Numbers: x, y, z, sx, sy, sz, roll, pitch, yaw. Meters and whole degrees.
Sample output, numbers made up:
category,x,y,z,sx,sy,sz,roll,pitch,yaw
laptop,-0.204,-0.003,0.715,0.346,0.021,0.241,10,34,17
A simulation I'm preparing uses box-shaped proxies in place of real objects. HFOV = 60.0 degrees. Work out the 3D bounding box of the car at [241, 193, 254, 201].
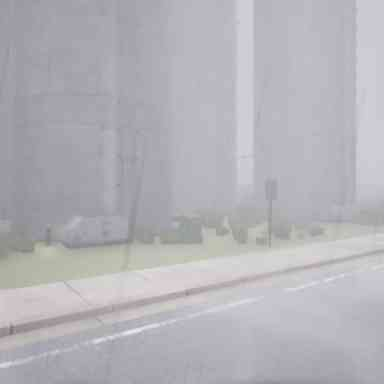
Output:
category,x,y,z,sx,sy,sz,roll,pitch,yaw
car,10.937,1.255,57.041,2.150,2.045,5.566,0,0,-35
